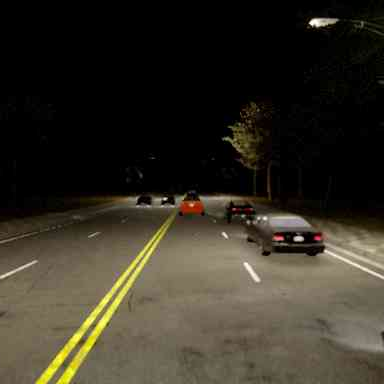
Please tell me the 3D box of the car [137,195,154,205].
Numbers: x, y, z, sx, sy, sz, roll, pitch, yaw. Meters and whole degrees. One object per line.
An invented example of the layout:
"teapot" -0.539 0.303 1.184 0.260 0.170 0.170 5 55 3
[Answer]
"car" -6.501 1.104 46.682 2.033 1.411 5.357 0 1 0

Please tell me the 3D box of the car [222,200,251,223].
"car" 3.250 1.315 23.635 2.128 1.511 4.902 0 0 0

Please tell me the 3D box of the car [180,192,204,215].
"car" -0.012 1.123 30.445 2.097 1.767 4.553 0 0 0

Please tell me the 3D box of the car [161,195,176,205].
"car" -3.251 1.093 46.678 2.033 1.411 5.357 0 1 0

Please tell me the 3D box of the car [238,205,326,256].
"car" 3.250 1.453 12.636 2.033 1.411 5.357 0 0 0

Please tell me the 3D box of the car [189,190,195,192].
"car" 0.099 0.827 56.818 1.812 1.442 4.674 0 1 0

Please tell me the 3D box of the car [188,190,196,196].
"car" -0.002 0.188 78.398 2.033 1.411 5.357 0 2 0

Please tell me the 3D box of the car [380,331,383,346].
"car" 3.250 1.534 1.637 2.033 1.411 5.357 0 0 0
